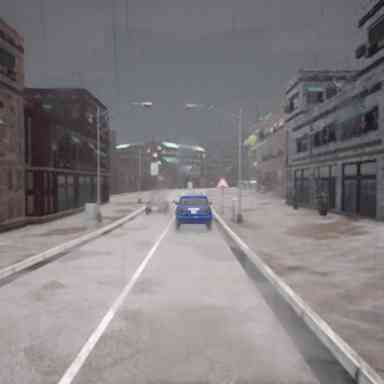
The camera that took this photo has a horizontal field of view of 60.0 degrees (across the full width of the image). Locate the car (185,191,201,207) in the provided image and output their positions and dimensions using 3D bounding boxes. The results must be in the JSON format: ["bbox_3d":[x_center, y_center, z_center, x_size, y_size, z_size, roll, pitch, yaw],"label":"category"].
[{"bbox_3d":[0.108,0.785,39.500,1.812,1.442,4.674,0,4,0],"label":"car"}]

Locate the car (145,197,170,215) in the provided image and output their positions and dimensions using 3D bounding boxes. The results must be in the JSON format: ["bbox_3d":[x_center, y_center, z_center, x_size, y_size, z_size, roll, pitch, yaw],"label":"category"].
[{"bbox_3d":[-3.090,1.204,30.243,2.128,1.511,4.902,0,2,0],"label":"car"}]

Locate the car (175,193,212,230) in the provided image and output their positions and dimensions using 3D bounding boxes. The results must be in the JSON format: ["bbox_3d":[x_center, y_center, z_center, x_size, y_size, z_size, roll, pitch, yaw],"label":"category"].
[{"bbox_3d":[0.105,1.171,21.171,2.150,2.045,5.566,0,1,0],"label":"car"}]
